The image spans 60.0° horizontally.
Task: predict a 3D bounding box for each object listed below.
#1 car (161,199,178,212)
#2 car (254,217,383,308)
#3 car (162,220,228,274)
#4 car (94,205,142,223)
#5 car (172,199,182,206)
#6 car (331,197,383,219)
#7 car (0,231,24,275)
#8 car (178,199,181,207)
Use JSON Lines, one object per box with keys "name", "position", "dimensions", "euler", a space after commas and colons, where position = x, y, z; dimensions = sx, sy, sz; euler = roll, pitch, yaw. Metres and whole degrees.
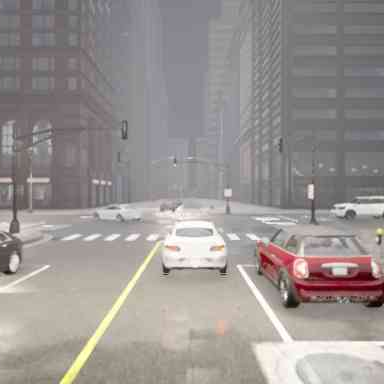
{"name": "car", "position": [-3.143, 1.919, 44.378], "dimensions": [1.812, 1.442, 4.674], "euler": [0, -1, -1]}
{"name": "car", "position": [2.740, 1.510, 8.105], "dimensions": [1.967, 1.590, 4.097], "euler": [0, 0, 0]}
{"name": "car", "position": [0.062, 1.618, 10.748], "dimensions": [1.812, 1.442, 4.674], "euler": [0, 0, -1]}
{"name": "car", "position": [-6.236, 1.779, 27.822], "dimensions": [4.674, 1.442, 1.812], "euler": [0, -1, 36]}
{"name": "car", "position": [-3.244, 2.225, 73.291], "dimensions": [1.994, 1.385, 4.181], "euler": [0, -1, 0]}
{"name": "car", "position": [15.425, 1.429, 29.745], "dimensions": [5.566, 2.045, 2.150], "euler": [0, 0, 0]}
{"name": "car", "position": [-5.784, 1.620, 8.084], "dimensions": [2.008, 1.369, 4.403], "euler": [0, 0, 0]}
{"name": "car", "position": [-3.188, 1.983, 53.552], "dimensions": [1.837, 1.490, 4.892], "euler": [0, -1, 0]}
